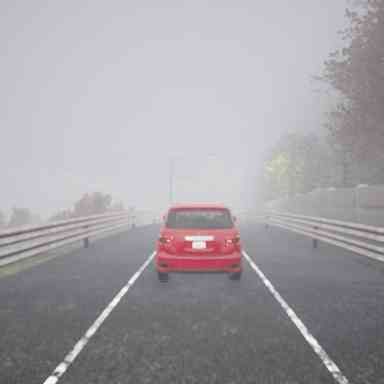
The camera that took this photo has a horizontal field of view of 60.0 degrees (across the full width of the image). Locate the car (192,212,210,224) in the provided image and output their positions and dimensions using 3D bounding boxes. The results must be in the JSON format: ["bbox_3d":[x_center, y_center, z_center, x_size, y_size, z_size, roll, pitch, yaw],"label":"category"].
[{"bbox_3d":[1.068,2.863,37.216,1.895,1.301,4.718,0,-4,3],"label":"car"}]

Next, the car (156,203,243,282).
[{"bbox_3d":[0.227,1.330,10.227,2.150,2.045,5.566,0,-1,1],"label":"car"}]

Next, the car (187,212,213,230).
[{"bbox_3d":[0.646,2.237,26.401,1.895,1.301,4.718,0,-3,2],"label":"car"}]

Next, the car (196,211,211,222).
[{"bbox_3d":[1.628,3.460,46.424,1.812,1.442,4.674,0,-4,4],"label":"car"}]
